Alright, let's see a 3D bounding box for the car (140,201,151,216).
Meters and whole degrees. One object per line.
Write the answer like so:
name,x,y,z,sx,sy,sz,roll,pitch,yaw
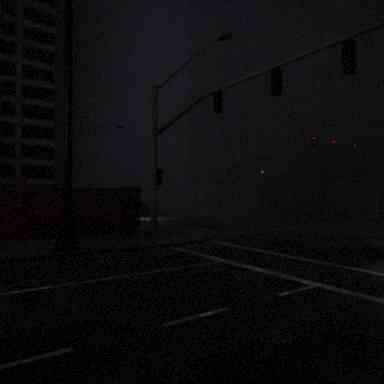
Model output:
car,-5.754,1.606,33.645,1.882,1.535,5.008,1,0,-36
